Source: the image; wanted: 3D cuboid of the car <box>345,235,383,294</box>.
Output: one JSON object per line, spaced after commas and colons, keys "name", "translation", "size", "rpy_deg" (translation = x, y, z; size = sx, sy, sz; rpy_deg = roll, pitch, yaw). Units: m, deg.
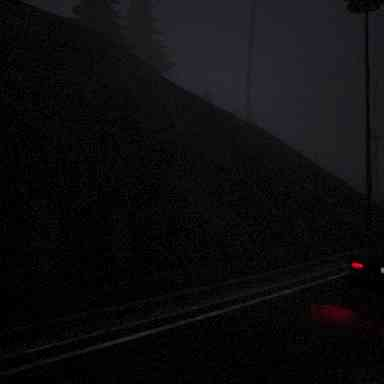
{"name": "car", "translation": [5.712, 1.588, 8.098], "size": [5.357, 1.411, 2.033], "rpy_deg": [0, -1, -41]}
